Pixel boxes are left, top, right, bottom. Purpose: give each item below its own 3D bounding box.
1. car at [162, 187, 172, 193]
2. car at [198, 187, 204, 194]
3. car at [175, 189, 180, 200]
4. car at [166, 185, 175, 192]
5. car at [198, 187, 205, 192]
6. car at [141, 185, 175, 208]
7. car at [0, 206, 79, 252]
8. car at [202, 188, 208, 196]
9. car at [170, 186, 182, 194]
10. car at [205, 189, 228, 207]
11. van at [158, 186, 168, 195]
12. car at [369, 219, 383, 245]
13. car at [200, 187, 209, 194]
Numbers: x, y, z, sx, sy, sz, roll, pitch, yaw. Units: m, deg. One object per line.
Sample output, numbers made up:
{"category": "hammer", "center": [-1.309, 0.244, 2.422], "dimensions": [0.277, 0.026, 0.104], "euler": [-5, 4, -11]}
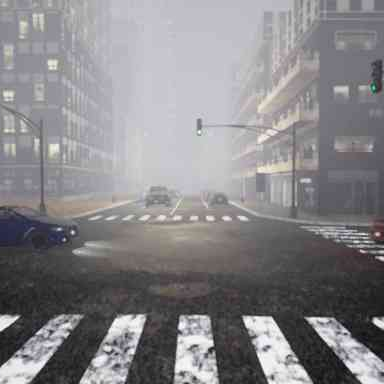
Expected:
{"category": "car", "center": [-5.756, -0.410, 77.555], "dimensions": [2.008, 1.369, 4.403], "euler": [0, 1, 0]}
{"category": "car", "center": [2.639, 0.015, 60.605], "dimensions": [2.008, 1.369, 4.403], "euler": [0, 1, 0]}
{"category": "car", "center": [-3.113, 0.348, 47.843], "dimensions": [1.994, 1.385, 4.181], "euler": [0, 1, 0]}
{"category": "car", "center": [-5.766, -0.928, 88.855], "dimensions": [2.192, 1.841, 5.009], "euler": [0, 1, 0]}
{"category": "car", "center": [2.610, -0.818, 94.521], "dimensions": [1.947, 1.339, 4.313], "euler": [0, 1, 0]}
{"category": "car", "center": [-3.114, 0.410, 31.849], "dimensions": [2.150, 2.045, 5.566], "euler": [0, 1, 0]}
{"category": "car", "center": [-6.137, 1.184, 11.534], "dimensions": [4.181, 1.385, 1.994], "euler": [1, 2, -1]}
{"category": "car", "center": [2.652, 0.436, 43.648], "dimensions": [1.887, 1.381, 4.507], "euler": [0, 1, 0]}
{"category": "car", "center": [-3.053, -0.361, 63.886], "dimensions": [2.033, 1.411, 5.357], "euler": [0, 1, 0]}
{"category": "car", "center": [2.661, 0.708, 33.684], "dimensions": [1.947, 1.339, 4.313], "euler": [0, 1, 0]}
{"category": "van", "center": [-5.747, -0.337, 66.245], "dimensions": [1.690, 1.788, 3.998], "euler": [0, 1, 0]}
{"category": "car", "center": [8.986, 1.380, 11.722], "dimensions": [5.008, 1.535, 1.882], "euler": [1, 2, -1]}
{"category": "car", "center": [2.629, -0.274, 71.909], "dimensions": [1.887, 1.381, 4.507], "euler": [0, 1, 0]}
